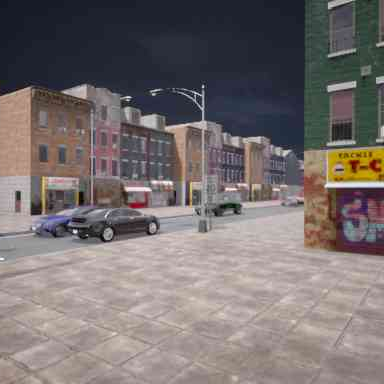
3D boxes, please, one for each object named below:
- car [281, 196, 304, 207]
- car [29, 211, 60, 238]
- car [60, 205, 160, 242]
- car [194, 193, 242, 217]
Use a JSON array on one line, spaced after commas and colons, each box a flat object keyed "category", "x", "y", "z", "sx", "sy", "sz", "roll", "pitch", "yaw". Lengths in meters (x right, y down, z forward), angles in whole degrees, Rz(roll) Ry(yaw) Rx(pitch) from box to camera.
[{"category": "car", "x": 13.698, "y": 1.282, "z": 45.062, "sx": 1.812, "sy": 1.442, "sz": 4.674, "roll": 0, "pitch": 0, "yaw": 36}, {"category": "car", "x": -6.095, "y": 1.454, "z": 17.582, "sx": 1.812, "sy": 1.442, "sz": 4.674, "roll": 0, "pitch": 1, "yaw": 36}, {"category": "car", "x": -3.580, "y": 1.443, "z": 16.193, "sx": 1.837, "sy": 1.490, "sz": 4.892, "roll": 0, "pitch": 0, "yaw": 36}, {"category": "car", "x": 2.458, "y": 1.073, "z": 29.506, "sx": 2.150, "sy": 2.045, "sz": 5.566, "roll": 0, "pitch": 0, "yaw": 36}]
